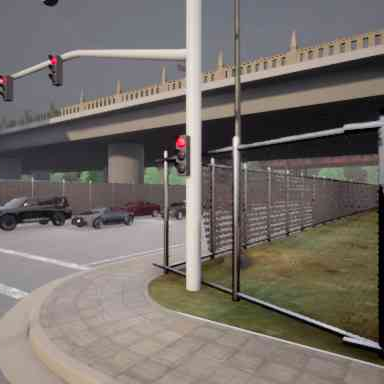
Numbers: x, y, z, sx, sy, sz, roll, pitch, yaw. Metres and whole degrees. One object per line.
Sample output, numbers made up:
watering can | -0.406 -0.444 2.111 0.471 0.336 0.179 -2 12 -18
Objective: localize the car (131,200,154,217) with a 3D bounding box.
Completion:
car | -4.912 1.526 29.636 1.882 1.535 5.008 0 0 35

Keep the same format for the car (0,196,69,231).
car | -10.587 1.269 21.633 2.150 2.045 5.566 0 0 36

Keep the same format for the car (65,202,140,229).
car | -5.867 1.613 22.229 1.994 1.385 4.181 0 0 35
